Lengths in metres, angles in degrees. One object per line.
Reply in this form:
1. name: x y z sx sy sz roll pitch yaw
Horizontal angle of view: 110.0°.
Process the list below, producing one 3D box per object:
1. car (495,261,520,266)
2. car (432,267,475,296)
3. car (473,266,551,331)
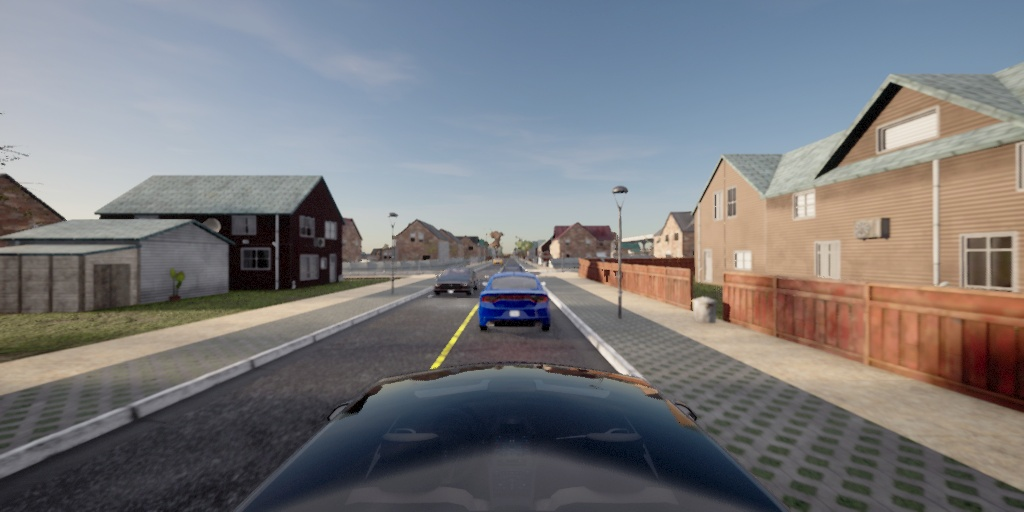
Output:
1. car: 0.031 1.305 25.287 1.994 1.385 4.181 0 0 0
2. car: -2.867 1.293 19.448 2.033 1.411 5.357 0 0 0
3. car: 0.064 1.226 11.073 1.882 1.535 5.008 0 0 0
